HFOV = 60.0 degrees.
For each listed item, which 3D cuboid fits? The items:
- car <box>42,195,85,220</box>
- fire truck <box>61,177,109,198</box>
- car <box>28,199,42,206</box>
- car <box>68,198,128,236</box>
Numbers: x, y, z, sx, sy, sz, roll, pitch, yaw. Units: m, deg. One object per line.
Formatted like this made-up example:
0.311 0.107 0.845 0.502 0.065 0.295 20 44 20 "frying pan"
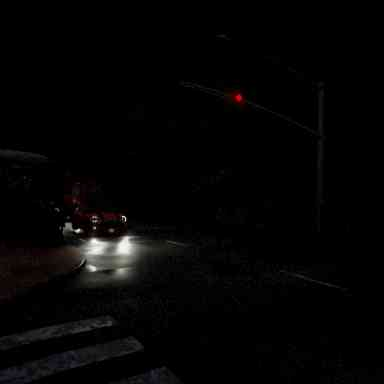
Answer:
-10.658 1.414 27.399 2.097 1.767 4.553 2 -1 -32 "car"
-11.607 0.506 35.704 2.891 3.827 8.468 2 -1 -32 "fire truck"
-18.800 1.609 40.317 1.812 1.442 4.674 2 -1 -32 "car"
-5.291 1.398 18.894 2.097 1.767 4.553 2 -1 -32 "car"
